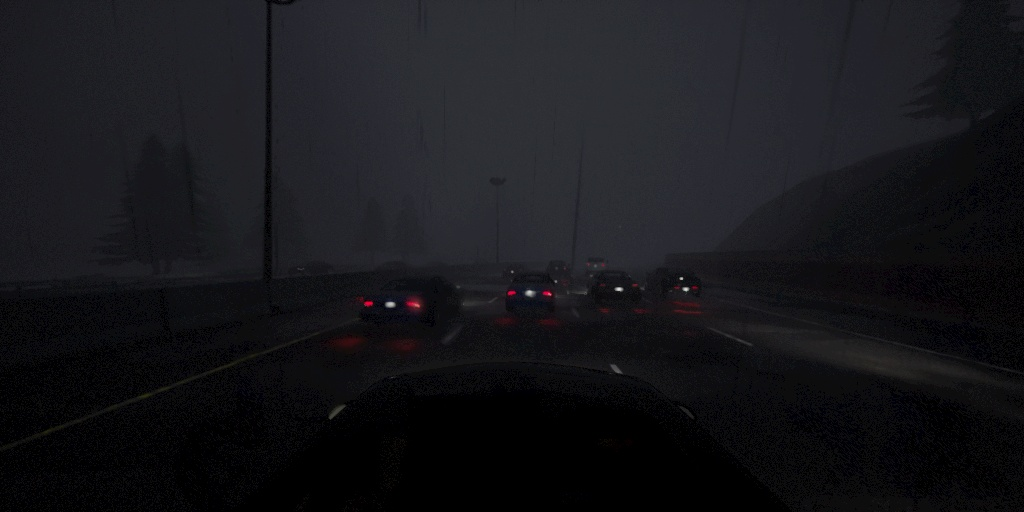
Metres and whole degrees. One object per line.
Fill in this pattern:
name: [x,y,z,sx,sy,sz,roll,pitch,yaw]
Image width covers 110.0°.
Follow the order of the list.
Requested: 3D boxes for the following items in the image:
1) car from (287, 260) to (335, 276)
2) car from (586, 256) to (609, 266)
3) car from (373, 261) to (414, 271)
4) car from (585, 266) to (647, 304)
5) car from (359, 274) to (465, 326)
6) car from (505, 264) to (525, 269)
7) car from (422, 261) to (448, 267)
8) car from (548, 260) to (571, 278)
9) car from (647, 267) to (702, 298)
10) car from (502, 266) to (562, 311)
car: [-20.443,1.230,36.676,1.882,1.535,5.008,0,0,13]
car: [9.239,1.072,39.008,2.150,2.045,5.566,0,0,16]
car: [-12.837,1.286,38.432,1.837,1.490,4.892,0,-1,15]
car: [4.663,1.358,16.866,1.994,1.385,4.181,0,0,6]
car: [-2.926,1.307,11.726,2.033,1.411,5.357,0,0,5]
car: [0.487,1.376,33.187,1.994,1.385,4.181,0,0,13]
car: [-8.721,1.322,40.368,1.812,1.442,4.674,0,0,16]
car: [4.657,1.182,35.477,2.097,1.767,4.553,0,0,14]
car: [8.503,1.315,19.237,1.837,1.490,4.892,0,0,8]
car: [0.855,1.325,14.630,2.033,1.411,5.357,0,0,6]
